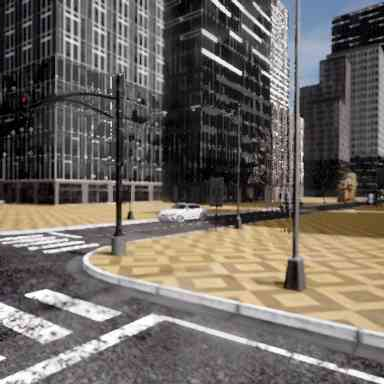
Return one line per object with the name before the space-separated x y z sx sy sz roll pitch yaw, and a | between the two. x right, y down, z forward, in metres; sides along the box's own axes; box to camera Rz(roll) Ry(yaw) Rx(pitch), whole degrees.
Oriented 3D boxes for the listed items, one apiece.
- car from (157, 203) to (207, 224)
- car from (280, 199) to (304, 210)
car | -0.646 1.571 25.632 1.812 1.442 4.674 1 0 37
car | 13.327 1.646 44.307 2.128 1.511 4.902 1 0 37
